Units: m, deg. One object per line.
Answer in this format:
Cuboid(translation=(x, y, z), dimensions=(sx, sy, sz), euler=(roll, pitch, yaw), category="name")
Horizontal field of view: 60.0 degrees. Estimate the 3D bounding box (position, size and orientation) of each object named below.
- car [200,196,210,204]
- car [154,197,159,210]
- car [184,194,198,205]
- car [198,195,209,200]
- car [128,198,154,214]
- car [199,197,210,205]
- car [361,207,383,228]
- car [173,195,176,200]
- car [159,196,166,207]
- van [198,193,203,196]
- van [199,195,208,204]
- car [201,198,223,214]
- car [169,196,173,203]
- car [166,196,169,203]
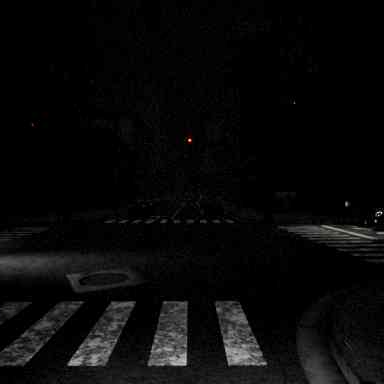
Cuboid(translation=(2.358, 1.641, 47.139), dimensions=(1.802, 1.307, 4.206), euler=(0, 0, 0), category="car")
Cuboid(translation=(-5.675, 1.490, 41.639), dimensions=(1.967, 1.590, 4.097), euler=(0, 0, 0), category="car")
Cuboid(translation=(-0.155, 1.600, 63.292), dimensions=(1.837, 1.490, 4.892), euler=(0, 0, 0), category="car")
Cuboid(translation=(2.365, 1.637, 52.649), dimensions=(1.947, 1.339, 4.313), euler=(0, 0, 0), category="car")
Cuboid(translation=(-5.682, 1.480, 36.128), dimensions=(1.967, 1.590, 4.097), euler=(0, 0, 0), category="car")
Cuboid(translation=(2.381, 1.647, 63.671), dimensions=(2.008, 1.369, 4.403), euler=(0, 0, 0), category="car")
Cuboid(translation=(13.004, 1.304, 20.633), dimensions=(4.553, 1.767, 2.097), euler=(0, 0, 0), category="car")
Cuboid(translation=(-5.621, 1.694, 80.214), dimensions=(2.008, 1.369, 4.403), euler=(0, 0, 0), category="car")
Cuboid(translation=(-5.659, 1.653, 52.660), dimensions=(1.802, 1.307, 4.206), euler=(0, 0, 0), category="car")
Cuboid(translation=(2.373, 1.424, 58.160), dimensions=(1.690, 1.788, 3.998), euler=(0, 0, 0), category="van")
Cuboid(translation=(2.388, 1.453, 69.182), dimensions=(1.690, 1.788, 3.998), euler=(0, 0, 0), category="van")
Cuboid(translation=(2.343, 1.606, 36.116), dimensions=(1.947, 1.339, 4.313), euler=(0, 0, 0), category="car")
Cuboid(translation=(-5.636, 1.552, 69.193), dimensions=(1.967, 1.590, 4.097), euler=(0, 0, 0), category="car")
Cuboid(translation=(-5.651, 1.634, 58.171), dimensions=(2.008, 1.369, 4.403), euler=(0, 0, 0), category="car")
